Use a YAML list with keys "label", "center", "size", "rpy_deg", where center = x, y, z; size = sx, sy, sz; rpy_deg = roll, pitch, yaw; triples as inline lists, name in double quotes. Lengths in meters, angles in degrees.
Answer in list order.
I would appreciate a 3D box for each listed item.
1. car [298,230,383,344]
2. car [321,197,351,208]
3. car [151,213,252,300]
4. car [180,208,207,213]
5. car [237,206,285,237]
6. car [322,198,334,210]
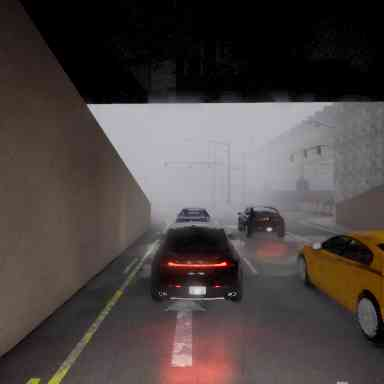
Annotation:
- label: "car"
  center: [3.586, 1.478, 6.423]
  size: [1.882, 1.535, 5.008]
  rpy_deg: [0, 0, 0]
- label: "car"
  center: [17.649, 1.295, 40.670]
  size: [4.536, 1.218, 1.853]
  rpy_deg: [0, 0, -45]
- label: "car"
  center: [0.105, 1.505, 8.339]
  size: [1.837, 1.490, 4.892]
  rpy_deg: [0, 0, 0]
- label: "car"
  center: [0.100, 1.547, 18.085]
  size: [2.033, 1.411, 5.357]
  rpy_deg: [0, 0, 3]
- label: "car"
  center: [3.629, 1.504, 17.971]
  size: [1.837, 1.490, 4.892]
  rpy_deg: [0, 0, 0]
- label: "car"
  center: [17.612, 1.453, 40.633]
  size: [4.974, 1.542, 2.038]
  rpy_deg: [0, 0, -45]
